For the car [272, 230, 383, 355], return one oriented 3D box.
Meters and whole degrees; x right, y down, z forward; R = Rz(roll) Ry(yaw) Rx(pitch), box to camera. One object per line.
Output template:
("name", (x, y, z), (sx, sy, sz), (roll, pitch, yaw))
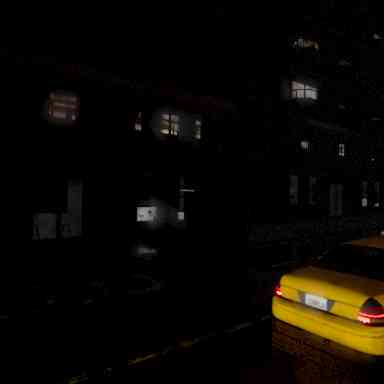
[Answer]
("car", (3.747, 1.459, 5.952), (5.366, 1.575, 1.801), (0, 0, -36))
